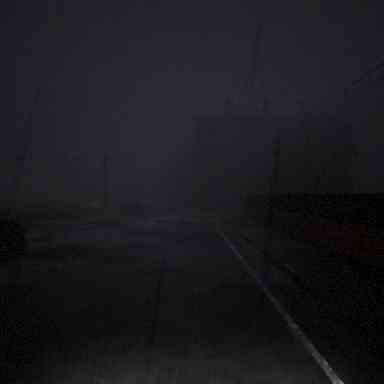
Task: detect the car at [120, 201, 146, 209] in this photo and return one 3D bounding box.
[{"bbox_3d":[-9.455,2.078,52.648,4.718,1.301,1.895,-1,-1,42],"label":"car"}]

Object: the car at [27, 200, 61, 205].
[{"bbox_3d":[-24.623,2.076,55.366,5.357,1.411,2.033,0,-1,0],"label":"car"}]
